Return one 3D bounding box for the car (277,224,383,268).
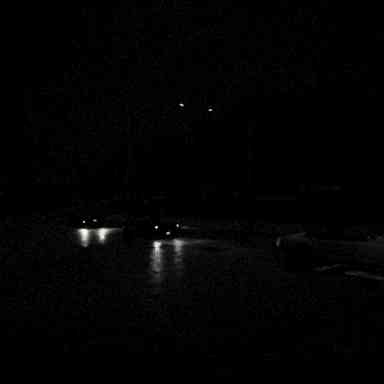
[{"bbox_3d":[5.304,1.737,10.955,1.895,1.301,4.718,0,-2,-43],"label":"car"}]

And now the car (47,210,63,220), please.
[{"bbox_3d":[-21.533,3.595,52.484,1.994,1.385,4.181,0,-2,-36],"label":"car"}]

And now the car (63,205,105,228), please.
[{"bbox_3d":[-10.166,2.284,31.602,2.150,2.045,5.566,0,-2,-36],"label":"car"}]

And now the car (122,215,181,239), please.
[{"bbox_3d":[-2.684,2.170,21.184,1.895,1.301,4.718,0,-2,-36],"label":"car"}]
